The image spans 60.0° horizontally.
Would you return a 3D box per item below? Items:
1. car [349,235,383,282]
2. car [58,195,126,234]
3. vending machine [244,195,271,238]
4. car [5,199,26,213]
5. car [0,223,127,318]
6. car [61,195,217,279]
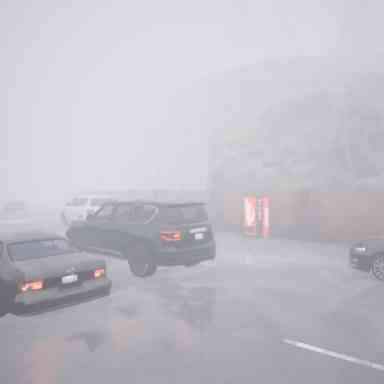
[{"bbox_3d":[6.534,1.491,8.085,4.902,1.511,2.128,0,0,35],"label":"car"},{"bbox_3d":[-6.370,1.223,20.692,2.150,2.045,5.566,0,0,-38],"label":"car"},{"bbox_3d":[3.314,1.195,16.906,0.880,2.100,1.100,0,0,44],"label":"vending machine"},{"bbox_3d":[-19.415,1.477,36.622,1.882,1.535,5.008,0,0,-27],"label":"car"},{"bbox_3d":[-3.922,1.547,7.468,5.357,1.411,2.033,0,0,44],"label":"car"},{"bbox_3d":[-1.784,1.224,10.406,5.566,2.045,2.150,0,0,43],"label":"car"}]
